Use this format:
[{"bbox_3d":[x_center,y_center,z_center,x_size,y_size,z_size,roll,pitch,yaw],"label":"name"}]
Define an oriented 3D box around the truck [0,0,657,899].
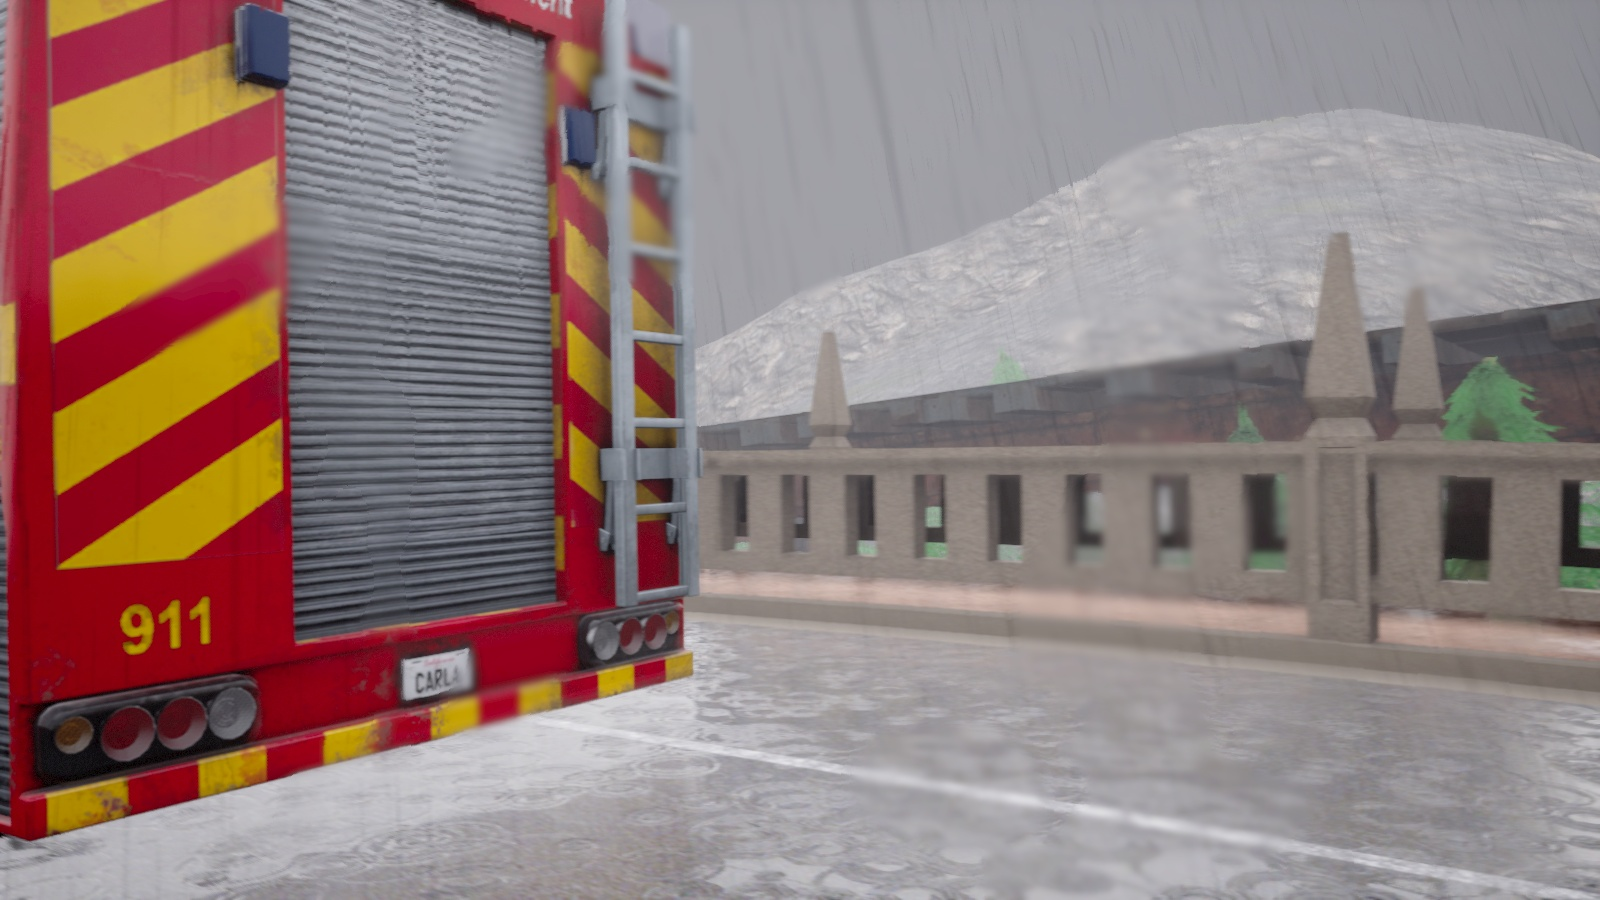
[{"bbox_3d":[-5.056,-0.312,6.964,8.468,3.827,2.891,-2,0,34],"label":"truck"}]
